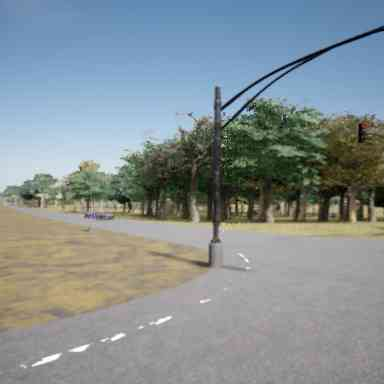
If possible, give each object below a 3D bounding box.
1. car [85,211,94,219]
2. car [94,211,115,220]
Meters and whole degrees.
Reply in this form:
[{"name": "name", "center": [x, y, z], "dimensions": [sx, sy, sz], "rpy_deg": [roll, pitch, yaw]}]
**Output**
[{"name": "car", "center": [-19.692, 4.465, 65.191], "dimensions": [1.812, 1.442, 4.674], "rpy_deg": [1, -3, -30]}, {"name": "car", "center": [-14.593, 4.046, 56.560], "dimensions": [2.128, 1.511, 4.902], "rpy_deg": [1, -3, -30]}]
